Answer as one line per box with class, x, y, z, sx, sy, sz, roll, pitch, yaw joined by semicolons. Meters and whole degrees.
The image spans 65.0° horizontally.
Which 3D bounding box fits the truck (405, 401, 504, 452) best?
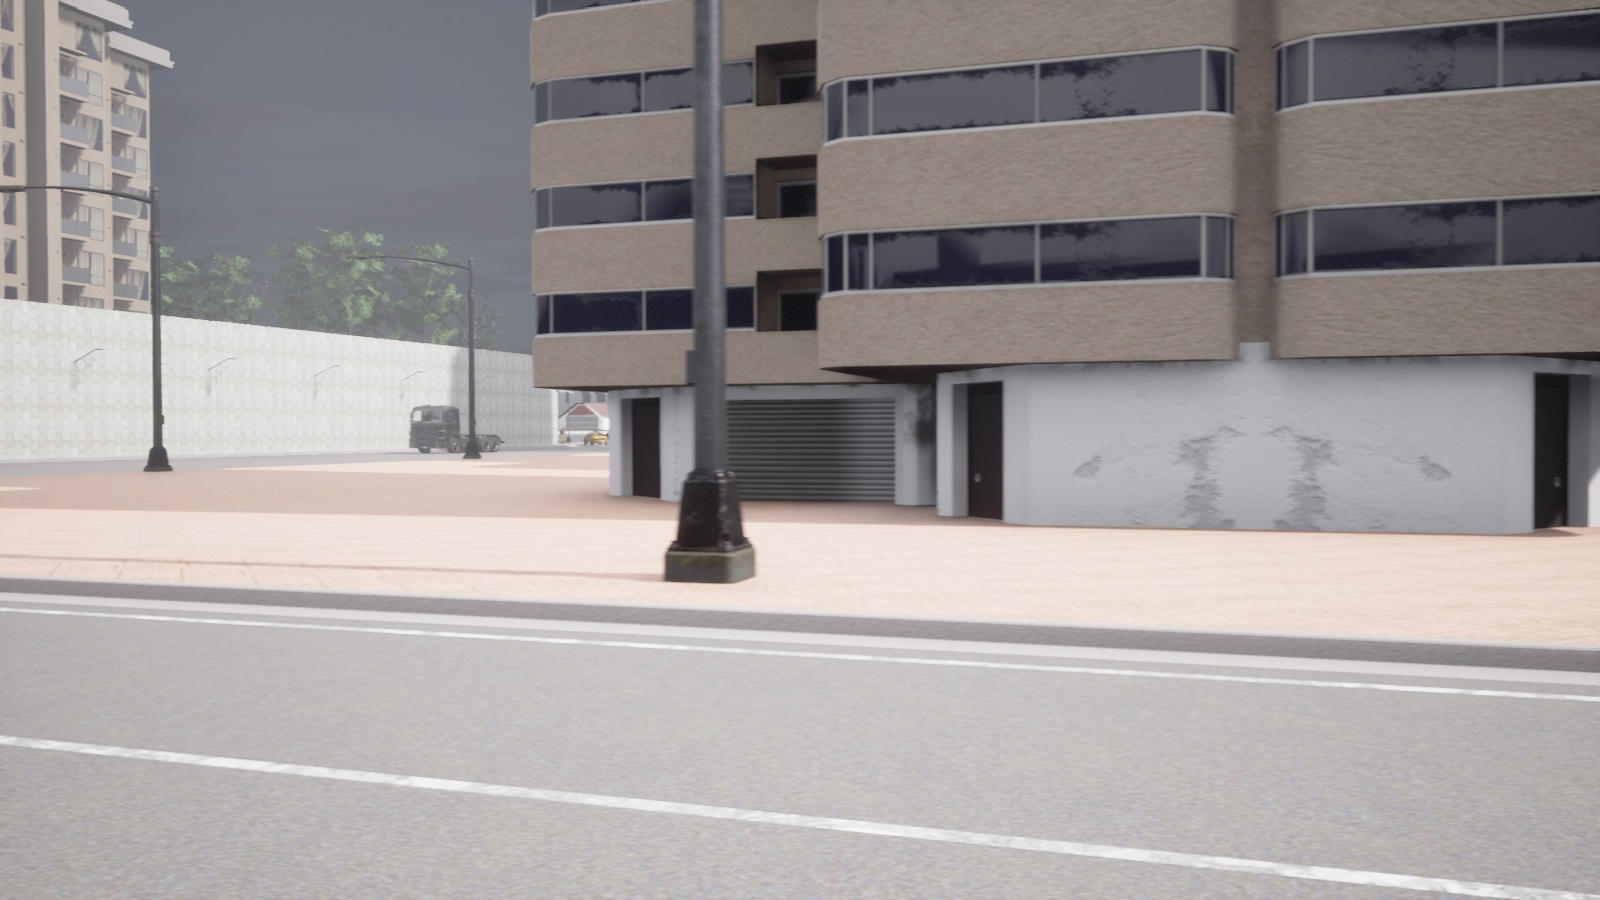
truck;-24.610;-1.690;90.023;2.891;3.462;7.936;1;1;19
